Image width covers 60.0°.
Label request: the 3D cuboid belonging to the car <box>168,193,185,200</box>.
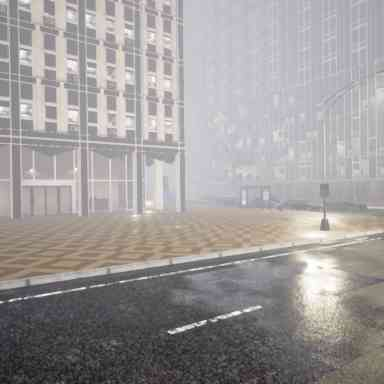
[{"bbox_3d":[-3.496,0.934,73.767,1.802,1.307,4.206,0,1,-34],"label":"car"}]

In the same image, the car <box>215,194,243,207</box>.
[{"bbox_3d":[5.644,1.318,45.572,1.947,1.339,4.313,-1,1,-34],"label":"car"}]

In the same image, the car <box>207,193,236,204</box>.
[{"bbox_3d":[4.825,1.262,51.434,1.895,1.301,4.718,-1,1,-34],"label":"car"}]

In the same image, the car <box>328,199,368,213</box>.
[{"bbox_3d":[16.111,1.406,34.991,1.994,1.385,4.181,-1,1,-35],"label":"car"}]

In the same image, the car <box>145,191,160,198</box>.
[{"bbox_3d":[-9.934,0.684,83.134,1.967,1.590,4.097,0,1,-34],"label":"car"}]

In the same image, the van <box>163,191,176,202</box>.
[{"bbox_3d":[-3.966,0.936,59.651,1.690,1.788,3.998,0,1,-34],"label":"van"}]

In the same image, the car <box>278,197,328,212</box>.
[{"bbox_3d":[12.019,1.422,36.158,1.947,1.339,4.313,-1,1,-34],"label":"car"}]

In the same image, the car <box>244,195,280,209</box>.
[{"bbox_3d":[8.815,1.386,40.855,1.802,1.307,4.206,-1,1,-34],"label":"car"}]

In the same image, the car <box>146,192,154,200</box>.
[{"bbox_3d":[-10.404,1.038,69.022,2.008,1.369,4.403,0,1,-34],"label":"car"}]

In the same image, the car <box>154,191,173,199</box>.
[{"bbox_3d":[-6.715,0.613,78.448,2.192,1.841,5.009,0,1,-34],"label":"car"}]

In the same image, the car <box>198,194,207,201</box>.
[{"bbox_3d":[2.941,1.041,64.398,1.802,1.307,4.206,-1,1,-34],"label":"car"}]
